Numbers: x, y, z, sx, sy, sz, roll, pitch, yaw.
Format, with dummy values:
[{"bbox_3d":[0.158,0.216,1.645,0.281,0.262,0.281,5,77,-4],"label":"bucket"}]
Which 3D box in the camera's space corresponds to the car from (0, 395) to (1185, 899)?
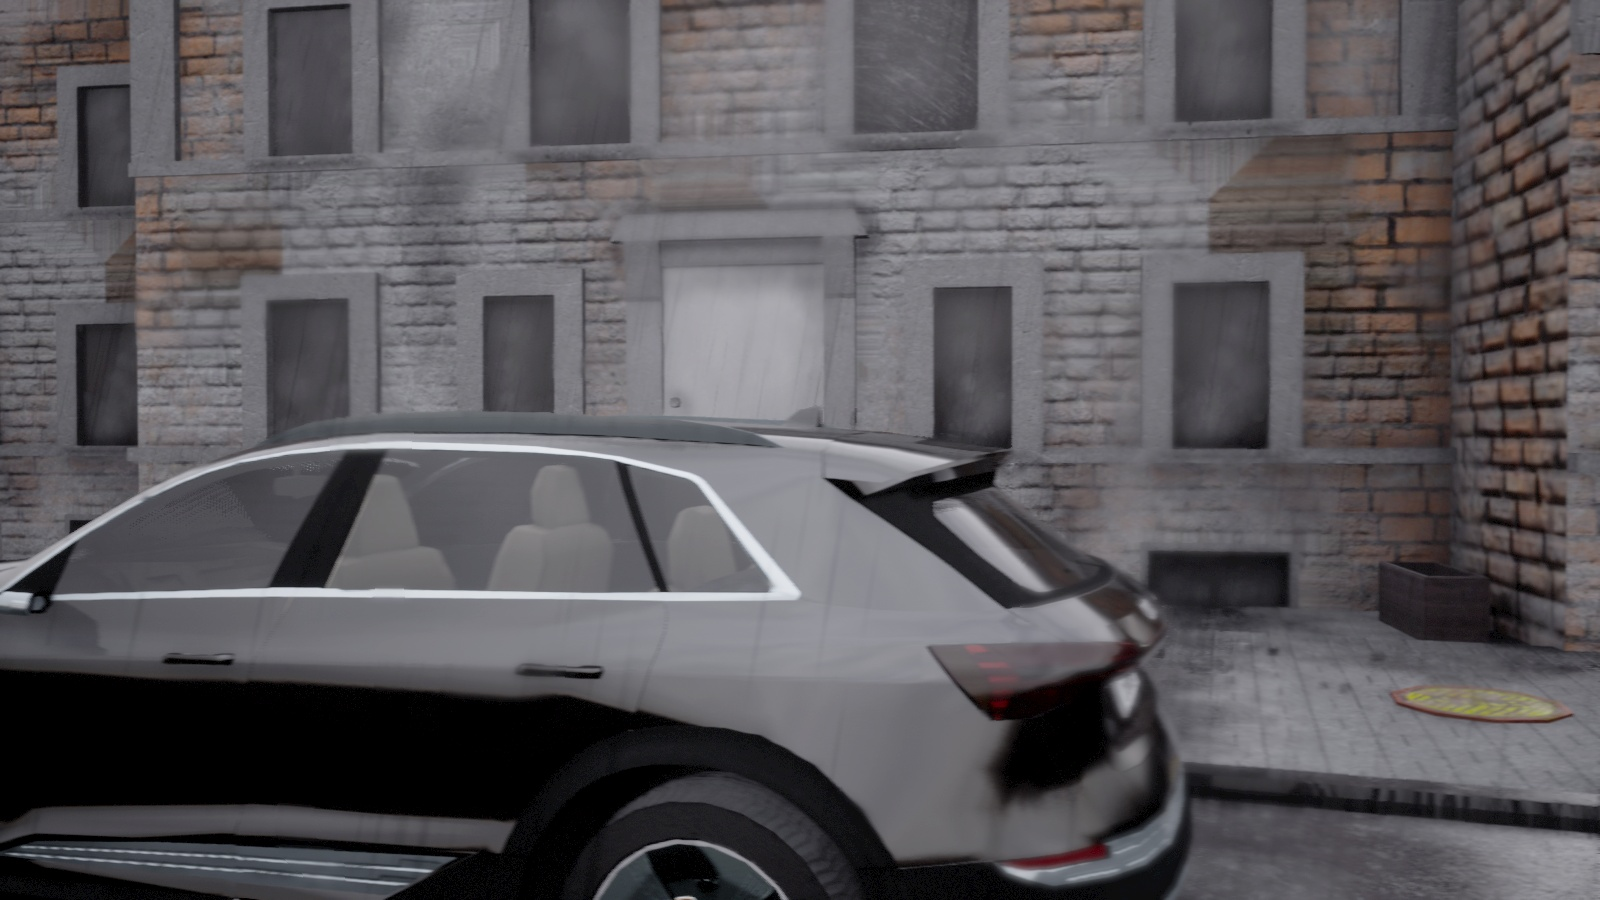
[{"bbox_3d":[-1.303,0.679,4.158,4.856,1.649,2.033,1,1,19],"label":"car"}]
